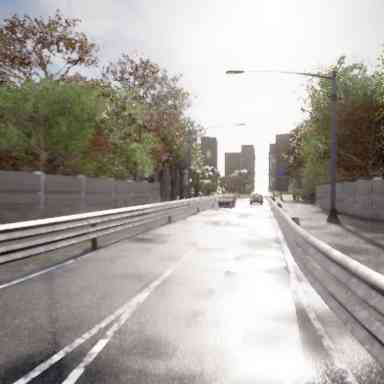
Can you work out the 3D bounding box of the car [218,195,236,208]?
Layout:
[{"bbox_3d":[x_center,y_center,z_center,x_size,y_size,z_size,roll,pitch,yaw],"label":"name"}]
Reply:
[{"bbox_3d":[4.339,1.096,40.873,1.882,1.535,5.008,0,0,12],"label":"car"}]

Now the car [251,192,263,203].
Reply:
[{"bbox_3d":[11.674,0.967,59.584,2.097,1.767,4.553,1,0,12],"label":"car"}]

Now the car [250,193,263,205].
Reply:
[{"bbox_3d":[9.638,1.212,49.894,1.895,1.301,4.718,1,0,12],"label":"car"}]
